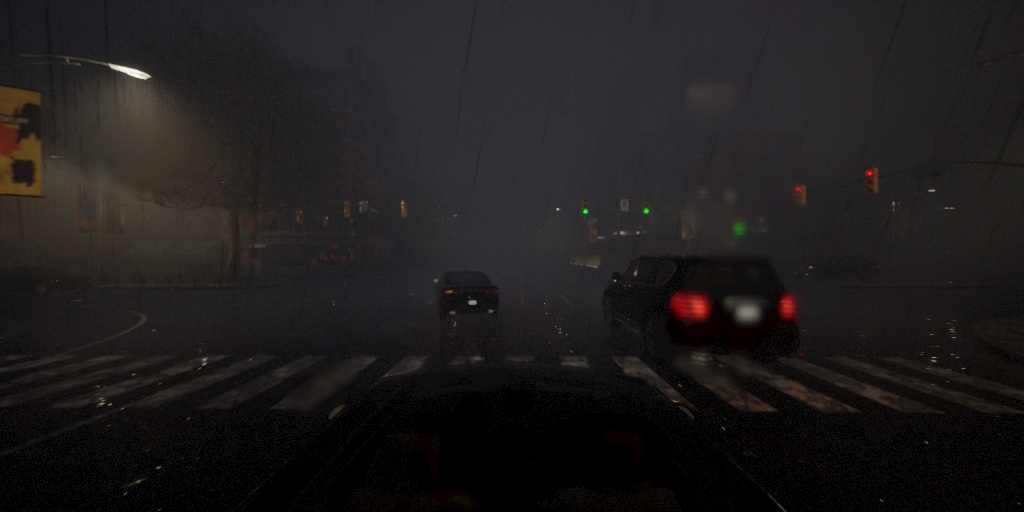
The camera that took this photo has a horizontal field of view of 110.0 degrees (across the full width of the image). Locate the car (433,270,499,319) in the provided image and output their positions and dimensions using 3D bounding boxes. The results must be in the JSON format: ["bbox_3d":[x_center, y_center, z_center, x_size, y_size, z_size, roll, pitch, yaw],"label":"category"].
[{"bbox_3d":[-1.791,1.246,13.130,1.882,1.535,5.008,0,0,-14],"label":"car"}]

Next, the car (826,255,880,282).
[{"bbox_3d":[24.275,0.917,27.089,5.566,2.045,2.150,0,0,3],"label":"car"}]

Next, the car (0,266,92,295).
[{"bbox_3d":[-26.504,1.336,19.947,5.008,1.535,1.882,0,0,1],"label":"car"}]

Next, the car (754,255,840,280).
[{"bbox_3d":[24.163,0.921,30.604,5.566,2.045,2.150,0,0,1],"label":"car"}]

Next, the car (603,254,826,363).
[{"bbox_3d":[3.722,0.968,8.276,2.150,2.045,5.566,0,0,1],"label":"car"}]
